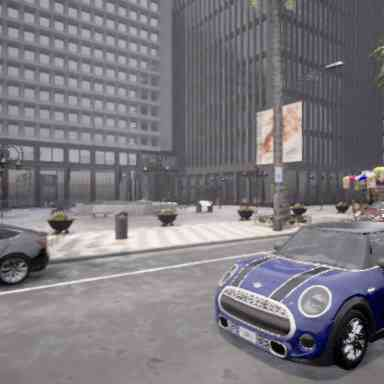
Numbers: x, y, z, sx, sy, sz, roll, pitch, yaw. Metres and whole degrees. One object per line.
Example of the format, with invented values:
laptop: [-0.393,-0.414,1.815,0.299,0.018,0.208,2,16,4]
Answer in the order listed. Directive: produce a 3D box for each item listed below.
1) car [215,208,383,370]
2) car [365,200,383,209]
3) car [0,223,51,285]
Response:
car: [2.587,1.337,5.818,4.553,1.767,2.097,0,0,-35]
car: [11.987,1.301,20.496,4.553,1.767,2.185,0,0,-36]
car: [-5.938,1.500,7.860,4.786,1.482,2.161,0,0,-36]
